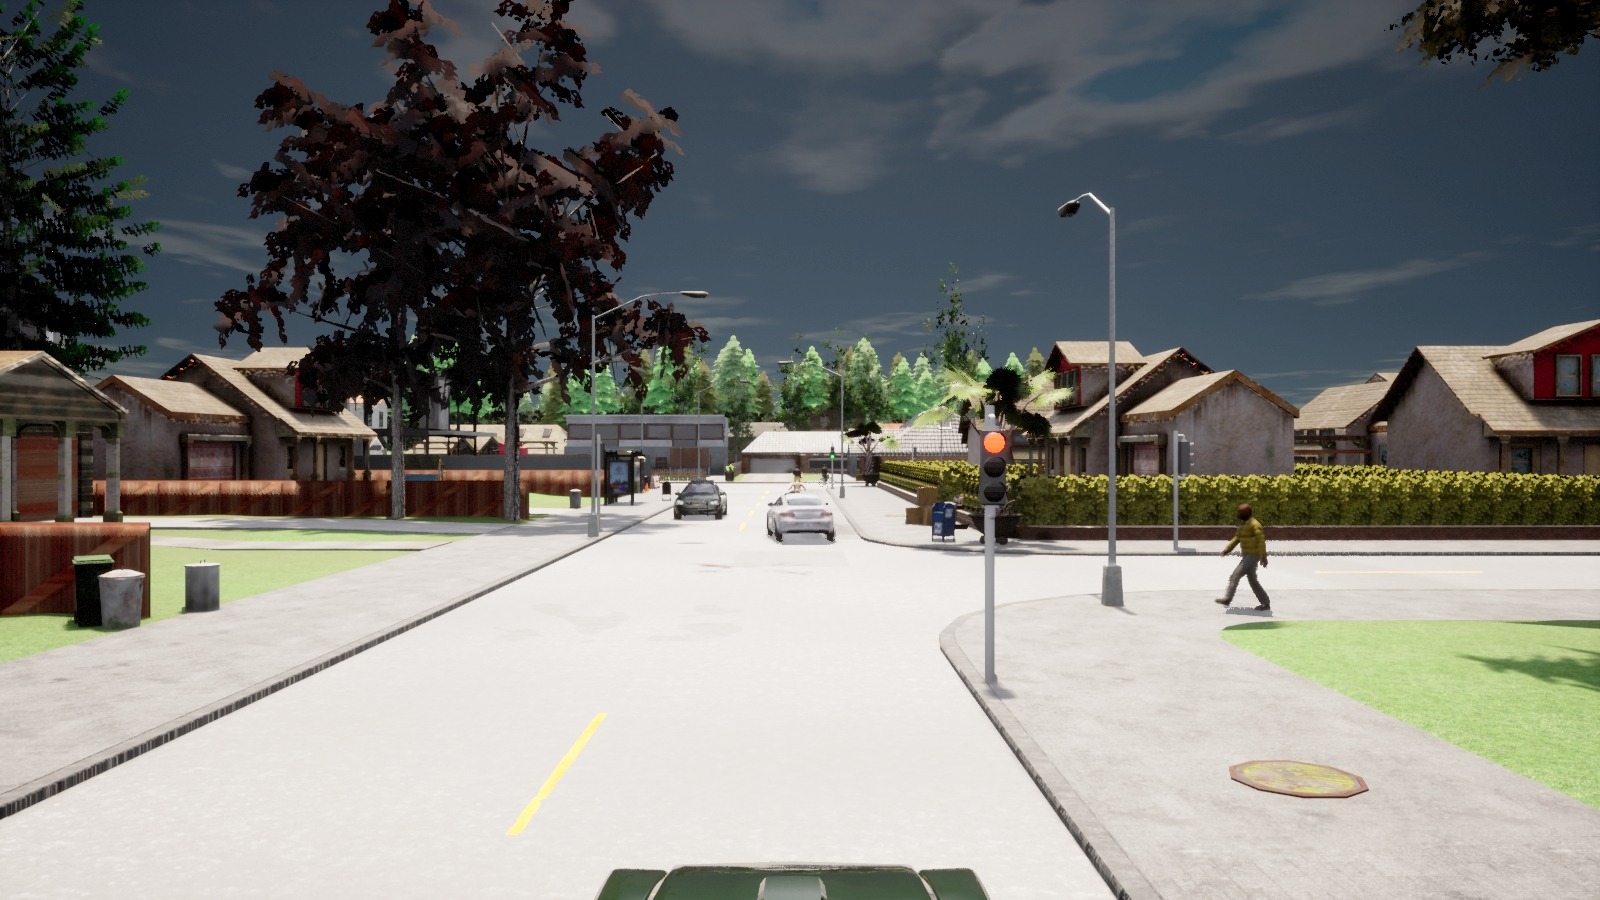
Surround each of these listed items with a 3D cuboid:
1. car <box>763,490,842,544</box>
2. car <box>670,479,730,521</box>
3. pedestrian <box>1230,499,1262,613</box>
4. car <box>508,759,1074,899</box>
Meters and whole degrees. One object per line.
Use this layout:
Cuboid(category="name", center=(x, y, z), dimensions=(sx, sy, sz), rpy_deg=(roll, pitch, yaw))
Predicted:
Cuboid(category="car", center=(-0.001, 2.081, 36.417), dimensions=(2.002, 1.442, 4.674), rpy_deg=(0, 0, -6))
Cuboid(category="car", center=(-4.107, 2.038, 47.608), dimensions=(2.038, 1.542, 4.974), rpy_deg=(0, 0, 0))
Cuboid(category="pedestrian", center=(7.366, 1.743, 18.872), dimensions=(0.375, 1.860, 0.375), rpy_deg=(0, 0, 0))
Cuboid(category="car", center=(-0.028, 2.155, 3.193), dimensions=(1.895, 1.301, 4.718), rpy_deg=(0, 0, 0))
